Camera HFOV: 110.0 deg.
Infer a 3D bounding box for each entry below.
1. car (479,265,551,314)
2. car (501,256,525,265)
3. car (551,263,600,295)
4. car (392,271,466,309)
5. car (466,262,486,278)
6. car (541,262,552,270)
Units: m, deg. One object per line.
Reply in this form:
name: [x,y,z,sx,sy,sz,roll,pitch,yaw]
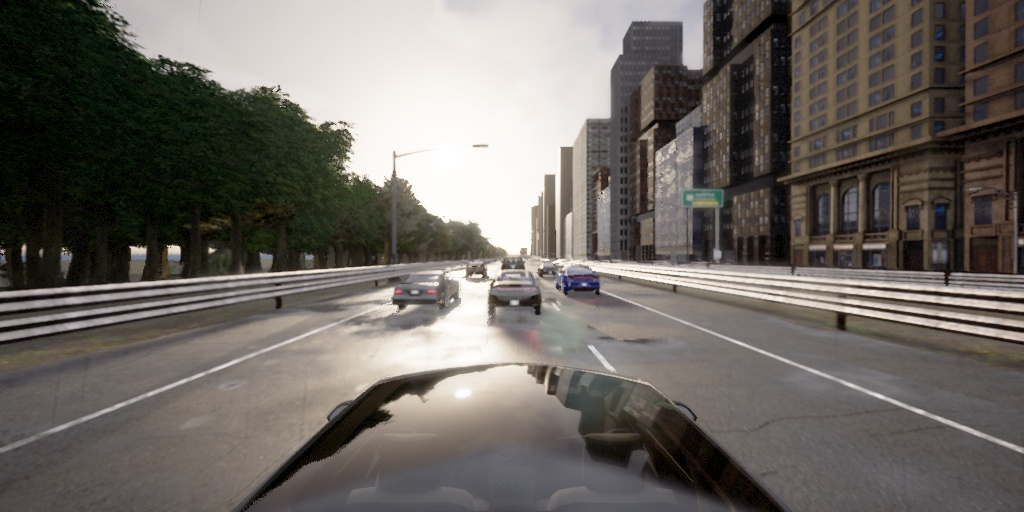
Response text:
car: [0.088,1.272,13.806,2.128,1.511,4.902,0,0,0]
car: [0.095,1.054,34.073,2.150,2.045,5.566,0,0,0]
car: [3.596,1.273,20.290,1.882,1.535,5.008,0,0,0]
car: [-3.407,1.330,15.114,2.033,1.411,5.357,0,0,0]
car: [-3.405,1.340,34.985,1.837,1.490,4.892,0,0,0]
car: [3.596,1.364,35.918,1.812,1.442,4.674,0,0,0]
